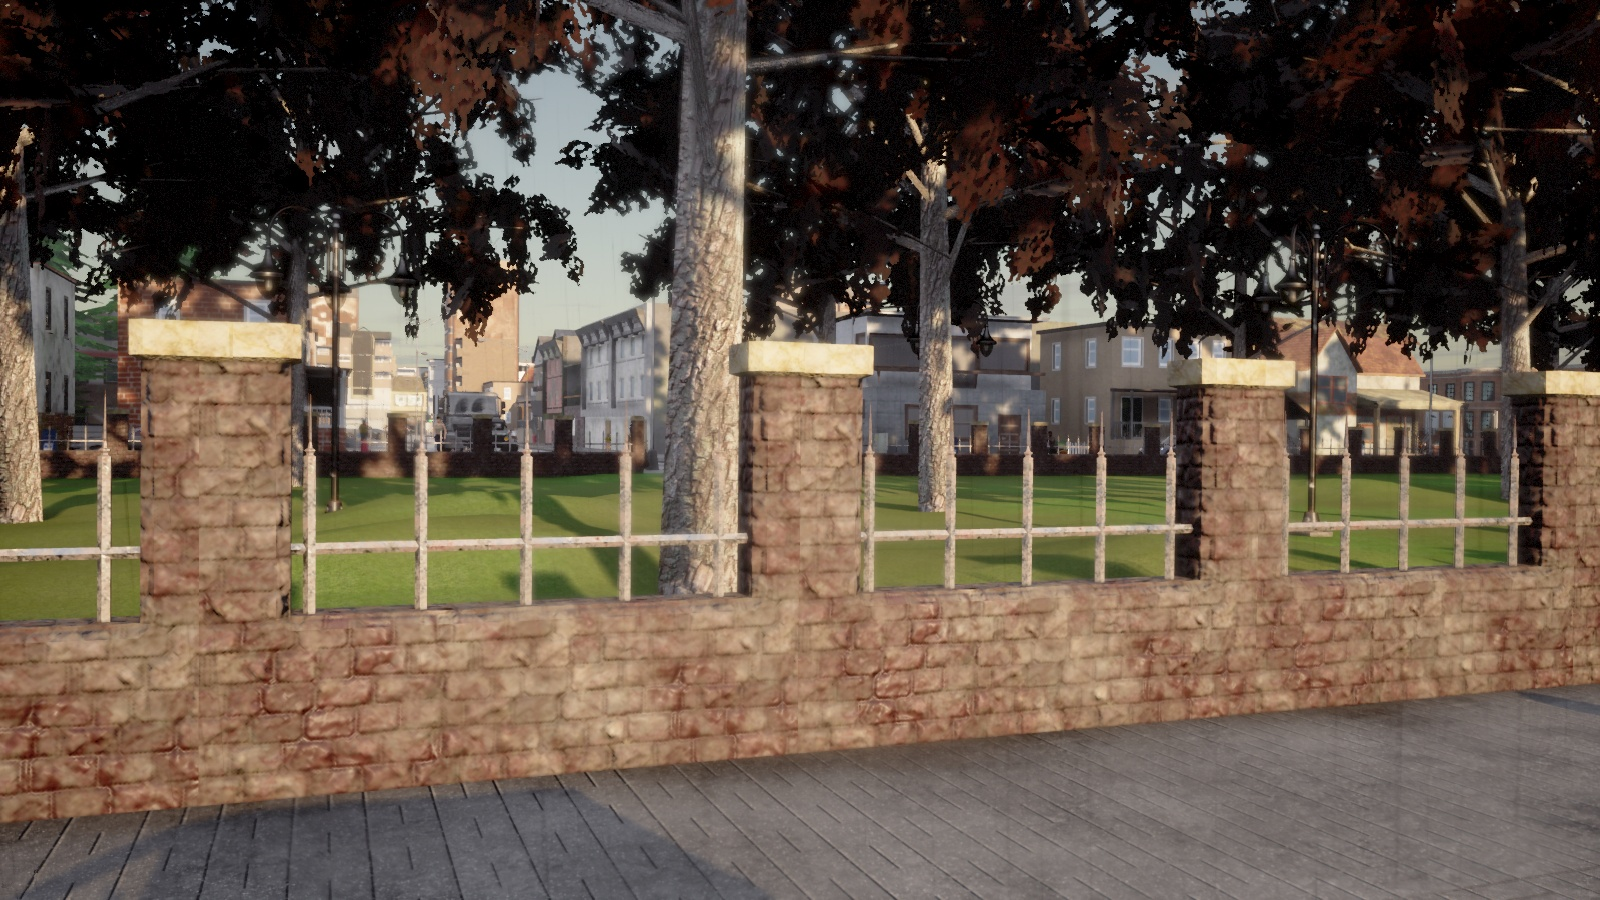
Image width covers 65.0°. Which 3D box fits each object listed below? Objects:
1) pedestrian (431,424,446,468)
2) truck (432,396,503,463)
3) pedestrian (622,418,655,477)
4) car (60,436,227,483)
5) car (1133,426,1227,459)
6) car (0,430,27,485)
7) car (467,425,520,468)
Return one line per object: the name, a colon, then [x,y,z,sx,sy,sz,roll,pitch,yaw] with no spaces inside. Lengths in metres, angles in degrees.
pedestrian: [-15.173,-0.191,52.711,0.345,1.836,0.594,0,1,18]
truck: [-18.233,-1.099,68.486,2.891,3.462,7.936,-1,1,-21]
pedestrian: [-5.189,-0.091,40.250,0.899,1.844,0.634,-1,1,-21]
car: [-22.658,0.290,43.591,4.902,1.511,2.128,-1,1,-20]
car: [17.850,-0.389,59.012,3.806,1.475,1.970,-1,1,-21]
car: [-26.395,0.246,37.824,5.027,1.651,2.152,-1,1,-24]
car: [-14.079,-0.189,57.571,1.905,1.878,3.866,-1,1,-21]
